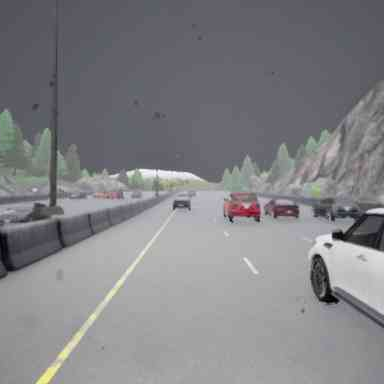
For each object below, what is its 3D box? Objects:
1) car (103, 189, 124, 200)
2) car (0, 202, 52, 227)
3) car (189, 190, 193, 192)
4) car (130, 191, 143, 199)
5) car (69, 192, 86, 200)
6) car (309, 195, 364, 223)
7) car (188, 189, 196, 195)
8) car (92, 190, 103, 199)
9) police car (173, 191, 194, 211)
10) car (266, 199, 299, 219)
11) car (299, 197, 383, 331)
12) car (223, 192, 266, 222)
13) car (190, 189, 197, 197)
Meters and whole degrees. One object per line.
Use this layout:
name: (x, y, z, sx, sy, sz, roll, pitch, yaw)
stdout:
car: (-14.025, 0.394, 61.170, 2.150, 2.045, 5.566, 0, 1, 1)
car: (-10.599, 1.378, 21.412, 1.812, 1.442, 4.674, 0, 1, 0)
car: (-1.051, 0.935, 45.995, 1.801, 1.575, 5.366, 0, 1, 0)
car: (-10.519, 0.623, 63.435, 1.837, 1.490, 4.892, 0, 1, 1)
car: (-21.023, 0.668, 61.213, 2.128, 1.511, 4.902, 0, 1, 1)
car: (10.599, 1.167, 24.818, 2.097, 1.767, 4.553, 0, 1, 0)
car: (-0.001, 0.036, 87.923, 1.882, 1.535, 5.008, 0, 1, 0)
car: (-17.514, 0.474, 63.470, 2.097, 1.767, 4.553, 0, 1, 0)
police car: (-1.051, 1.084, 35.906, 1.930, 1.638, 5.238, 0, 1, 0)
car: (7.100, 1.268, 26.786, 1.882, 1.535, 5.008, 0, 1, 0)
car: (3.600, 1.201, 4.912, 2.150, 2.045, 5.566, 0, 0, 0)
car: (3.599, 1.039, 24.597, 2.150, 2.045, 5.566, 0, 1, 0)
car: (0.000, 0.367, 71.380, 2.033, 1.411, 5.357, 0, 1, 0)
